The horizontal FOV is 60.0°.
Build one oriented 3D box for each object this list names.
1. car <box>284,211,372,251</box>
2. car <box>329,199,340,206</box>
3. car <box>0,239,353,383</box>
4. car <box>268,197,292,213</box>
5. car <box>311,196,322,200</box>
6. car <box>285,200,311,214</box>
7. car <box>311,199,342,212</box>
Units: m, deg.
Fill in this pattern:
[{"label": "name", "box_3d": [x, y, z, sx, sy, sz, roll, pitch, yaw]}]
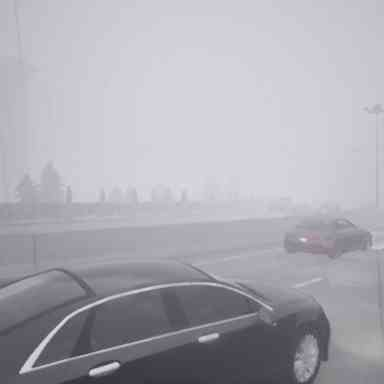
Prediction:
[{"label": "car", "box_3d": [5.432, 1.672, 13.129, 4.181, 1.385, 1.994, 1, -1, -42]}, {"label": "car", "box_3d": [30.649, 2.202, 71.555, 1.837, 1.490, 4.892, 0, -1, 19]}, {"label": "car", "box_3d": [-0.402, 1.530, 3.685, 4.892, 1.490, 1.837, 0, 0, -36]}, {"label": "car", "box_3d": [11.666, 1.635, 43.451, 2.150, 2.045, 5.566, 0, -1, 30]}, {"label": "car", "box_3d": [28.626, 1.967, 76.356, 2.150, 2.045, 5.566, 0, -1, 19]}, {"label": "car", "box_3d": [12.549, 1.920, 38.258, 1.994, 1.385, 4.181, 0, -1, 32]}, {"label": "car", "box_3d": [14.249, 1.808, 34.439, 2.128, 1.511, 4.902, 0, -1, 33]}]
